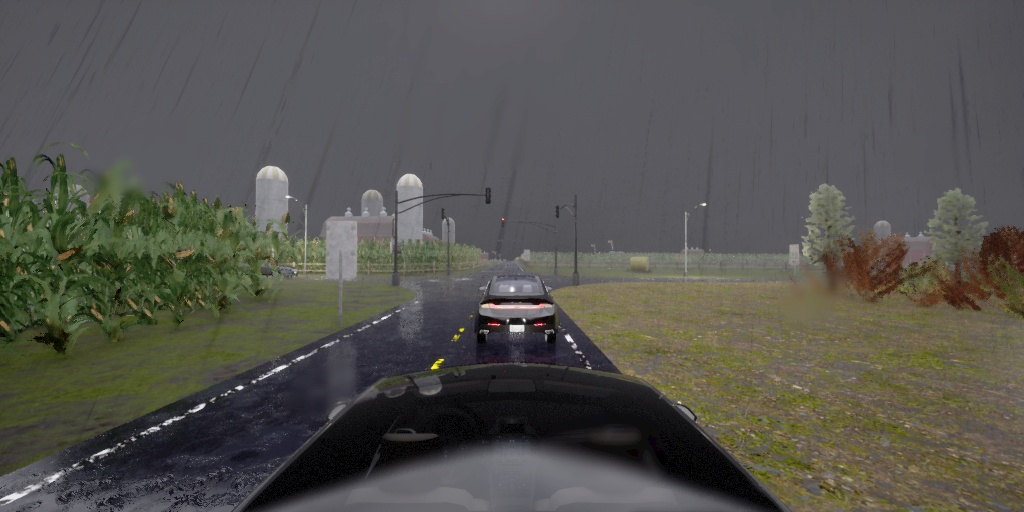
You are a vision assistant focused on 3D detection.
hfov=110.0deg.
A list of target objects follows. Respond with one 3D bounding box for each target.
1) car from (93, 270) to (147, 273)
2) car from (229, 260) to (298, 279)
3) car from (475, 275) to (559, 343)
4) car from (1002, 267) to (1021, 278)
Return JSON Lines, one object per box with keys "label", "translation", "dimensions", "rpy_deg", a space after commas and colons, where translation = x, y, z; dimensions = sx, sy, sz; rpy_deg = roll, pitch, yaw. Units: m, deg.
{"label": "car", "translation": [-29.754, 1.036, 28.261], "dimensions": [5.357, 1.411, 2.033], "rpy_deg": [0, -1, -3]}
{"label": "car", "translation": [-19.934, 1.059, 28.805], "dimensions": [4.902, 1.511, 2.128], "rpy_deg": [0, -1, -4]}
{"label": "car", "translation": [0.103, 1.245, 9.645], "dimensions": [2.128, 1.511, 4.902], "rpy_deg": [0, 0, 0]}
{"label": "car", "translation": [48.674, 1.720, 33.485], "dimensions": [4.674, 1.442, 1.812], "rpy_deg": [1, -1, -5]}
